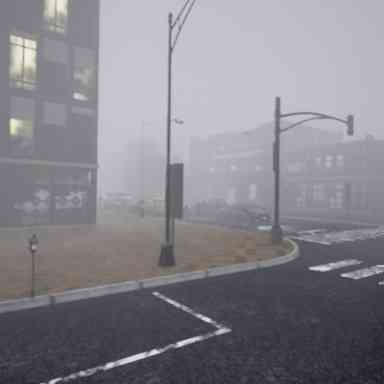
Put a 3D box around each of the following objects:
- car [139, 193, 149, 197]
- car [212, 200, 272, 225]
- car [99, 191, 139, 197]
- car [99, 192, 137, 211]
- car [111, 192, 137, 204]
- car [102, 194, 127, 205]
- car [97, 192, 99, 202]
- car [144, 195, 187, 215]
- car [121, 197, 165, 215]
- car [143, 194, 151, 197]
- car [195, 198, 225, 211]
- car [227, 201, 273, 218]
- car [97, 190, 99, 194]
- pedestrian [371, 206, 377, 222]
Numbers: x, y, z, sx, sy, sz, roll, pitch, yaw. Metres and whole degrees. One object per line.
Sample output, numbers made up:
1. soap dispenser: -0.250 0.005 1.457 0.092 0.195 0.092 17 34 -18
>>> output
1. car: -7.743 1.044 49.335 2.192 1.841 5.009 2 0 -36
2. car: 3.718 1.547 23.964 1.994 1.385 4.181 1 0 -36
3. car: -9.159 0.927 41.493 2.150 2.045 5.566 1 0 -36
4. car: -7.922 1.177 35.433 1.967 1.590 4.097 2 0 -36
5. car: -11.031 0.970 53.804 2.192 1.841 5.009 2 0 -36
6. car: -11.803 1.147 50.375 1.837 1.490 4.892 1 0 -36
7. car: -14.425 1.102 58.407 1.752 1.417 4.829 2 0 -36
8. car: -2.427 1.330 32.312 1.882 1.535 5.008 1 0 -36
9. car: -4.640 1.389 30.966 1.802 1.307 4.206 2 0 -36
10. car: -4.464 1.352 44.867 2.008 1.369 4.403 2 0 -36
11. car: 2.112 1.384 35.934 1.967 1.590 4.097 2 0 -36
12. car: 5.396 1.596 31.464 1.802 1.307 4.206 2 0 -36
13. car: -17.779 0.727 58.417 2.150 2.045 5.566 1 0 -36
14. pedestrian: 13.752 1.611 25.066 0.375 1.300 0.375 2 -1 -36
